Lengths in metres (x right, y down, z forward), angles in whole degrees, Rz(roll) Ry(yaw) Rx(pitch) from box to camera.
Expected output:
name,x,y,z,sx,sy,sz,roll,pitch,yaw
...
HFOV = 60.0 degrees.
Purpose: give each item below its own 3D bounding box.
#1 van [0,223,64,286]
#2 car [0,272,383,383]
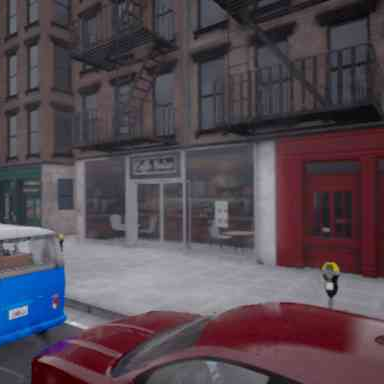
name,x,y,z,sx,sy,sz,roll,pitch,yaw
van,-3.837,1.400,5.544,3.998,1.788,1.690,-1,0,35
car,0.571,1.553,2.403,4.507,1.381,1.887,-1,0,35
